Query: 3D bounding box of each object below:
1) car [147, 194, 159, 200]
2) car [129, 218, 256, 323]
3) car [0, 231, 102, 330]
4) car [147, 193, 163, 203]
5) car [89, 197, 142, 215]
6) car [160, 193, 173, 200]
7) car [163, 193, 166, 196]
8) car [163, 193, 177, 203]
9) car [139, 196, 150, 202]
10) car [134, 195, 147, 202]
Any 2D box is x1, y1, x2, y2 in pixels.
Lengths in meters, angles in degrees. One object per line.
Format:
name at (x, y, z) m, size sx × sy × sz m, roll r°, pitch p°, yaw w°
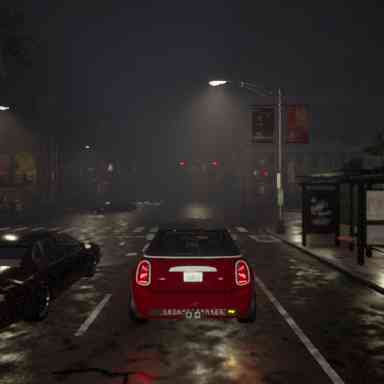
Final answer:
car at (-10.634, 1.355, 90.128) m, size 2.097 × 1.767 × 4.553 m, roll 0°, pitch 0°, yaw 9°
car at (0.006, 1.352, 7.348) m, size 2.097 × 1.767 × 4.553 m, roll 0°, pitch 0°, yaw 0°
car at (-3.494, 1.547, 7.141) m, size 2.033 × 1.411 × 5.357 m, roll 0°, pitch 0°, yaw 0°
car at (-7.761, 1.478, 69.961) m, size 1.882 × 1.535 × 5.008 m, roll 0°, pitch 0°, yaw -1°
car at (-8.020, 1.547, 34.513) m, size 2.033 × 1.411 × 5.357 m, roll 0°, pitch 0°, yaw 31°
car at (-6.902, 1.225, 91.004) m, size 2.150 × 2.045 × 5.566 m, roll 0°, pitch 0°, yaw 9°
car at (-7.879, 1.225, 80.440) m, size 2.150 × 2.045 × 5.566 m, roll 0°, pitch 0°, yaw -1°
car at (-4.187, 1.547, 68.450) m, size 2.033 × 1.411 × 5.357 m, roll 0°, pitch 0°, yaw 0°
car at (-11.369, 1.595, 79.829) m, size 1.895 × 1.301 × 4.718 m, roll 0°, pitch 0°, yaw -1°
car at (-11.258, 1.355, 69.655) m, size 2.097 × 1.767 × 4.553 m, roll 0°, pitch 0°, yaw -1°
